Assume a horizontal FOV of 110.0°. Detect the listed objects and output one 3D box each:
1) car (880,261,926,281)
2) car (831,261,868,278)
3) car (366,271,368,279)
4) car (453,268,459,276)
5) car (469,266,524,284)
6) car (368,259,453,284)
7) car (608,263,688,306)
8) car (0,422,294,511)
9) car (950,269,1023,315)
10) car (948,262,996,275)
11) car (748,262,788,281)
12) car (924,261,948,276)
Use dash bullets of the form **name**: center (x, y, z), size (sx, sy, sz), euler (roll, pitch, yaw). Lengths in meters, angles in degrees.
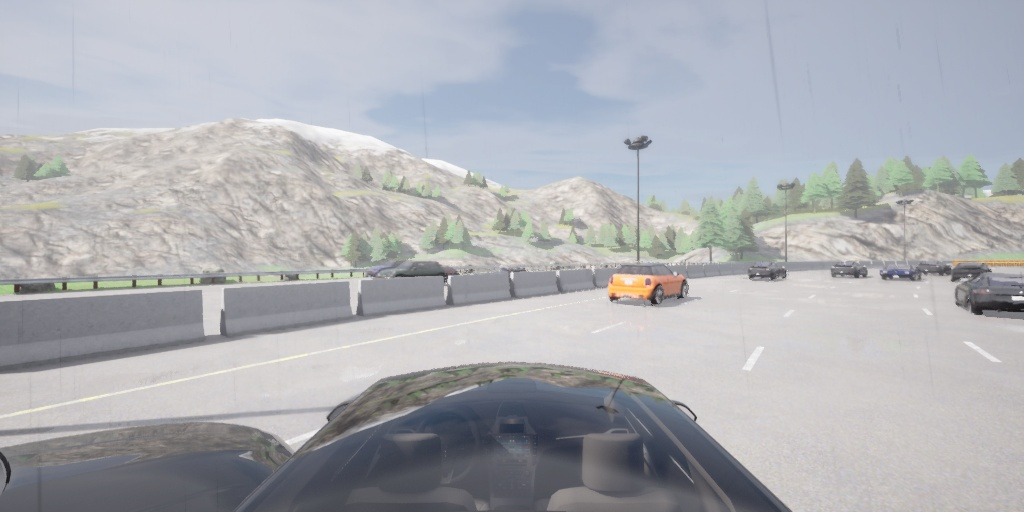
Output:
- **car**: center (32.304, 1.351, 29.728), size (4.718, 1.301, 1.895), euler (0, 0, -35)
- **car**: center (31.370, 1.242, 33.338), size (4.902, 1.511, 2.128), euler (0, 0, -35)
- **car**: center (-9.783, 1.102, 30.088), size (2.097, 1.767, 4.553), euler (0, 0, 43)
- **car**: center (-6.335, 1.314, 28.658), size (1.994, 1.385, 4.181), euler (0, 0, 44)
- **car**: center (-0.685, 1.351, 24.486), size (1.895, 1.301, 4.718), euler (0, 0, 44)
- **car**: center (-6.500, 1.102, 23.349), size (2.097, 1.767, 4.553), euler (0, 0, 43)
- **car**: center (6.242, 1.103, 16.226), size (2.097, 1.767, 4.553), euler (0, 0, 43)
- **car**: center (-2.982, 1.255, 0.524), size (4.892, 1.490, 1.837), euler (0, 0, -45)
- **car**: center (17.491, 1.313, 12.715), size (4.181, 1.385, 1.994), euler (0, 0, -45)
- **car**: center (36.327, 1.252, 28.278), size (4.892, 1.490, 1.837), euler (1, -1, -35)
- **car**: center (21.779, 1.243, 30.488), size (4.902, 1.511, 2.128), euler (0, 0, -39)
- **car**: center (43.308, 1.242, 36.862), size (4.902, 1.511, 2.128), euler (0, 0, -31)
